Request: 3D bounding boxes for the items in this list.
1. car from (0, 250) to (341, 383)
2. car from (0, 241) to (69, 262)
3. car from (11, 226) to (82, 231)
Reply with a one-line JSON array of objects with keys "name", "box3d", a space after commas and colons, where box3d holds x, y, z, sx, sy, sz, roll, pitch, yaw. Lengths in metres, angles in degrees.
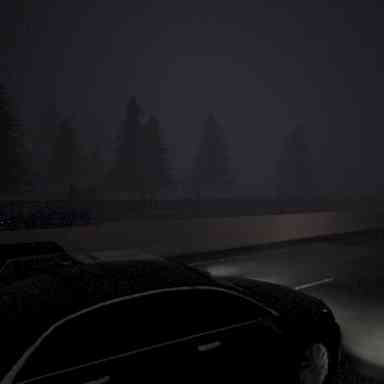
[{"name": "car", "box3d": [-0.399, 1.505, 3.462, 4.892, 1.490, 1.837, 0, 0, -35]}, {"name": "car", "box3d": [-2.660, 1.601, 6.149, 4.718, 1.301, 1.895, 0, 0, -36]}, {"name": "car", "box3d": [-8.460, 1.479, 19.436, 5.008, 1.535, 1.882, 0, 0, -35]}]
